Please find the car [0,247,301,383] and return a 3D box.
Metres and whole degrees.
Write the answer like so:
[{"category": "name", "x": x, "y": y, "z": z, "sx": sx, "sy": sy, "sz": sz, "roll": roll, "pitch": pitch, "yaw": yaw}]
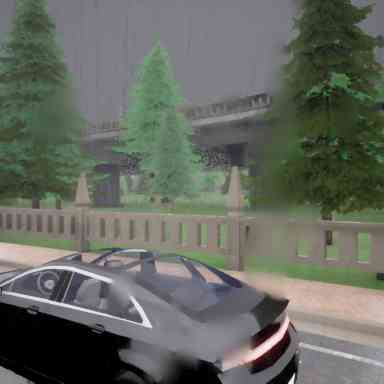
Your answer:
[{"category": "car", "x": -1.183, "y": 1.492, "z": 4.242, "sx": 4.902, "sy": 1.511, "sz": 2.128, "roll": 0, "pitch": 0, "yaw": 33}]
